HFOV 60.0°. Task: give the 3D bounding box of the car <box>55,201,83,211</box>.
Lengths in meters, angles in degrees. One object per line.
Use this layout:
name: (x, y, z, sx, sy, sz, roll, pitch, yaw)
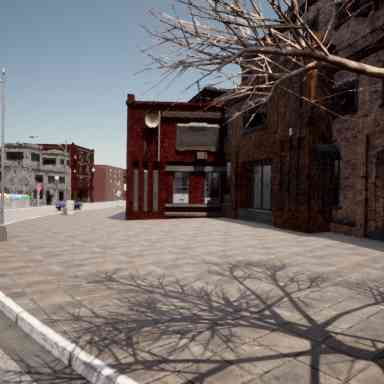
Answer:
car: (-16.266, 1.793, 44.333, 1.895, 1.301, 4.718, 1, 0, 3)
